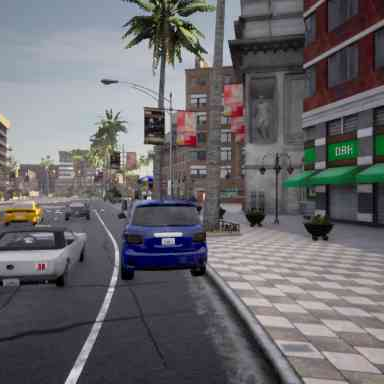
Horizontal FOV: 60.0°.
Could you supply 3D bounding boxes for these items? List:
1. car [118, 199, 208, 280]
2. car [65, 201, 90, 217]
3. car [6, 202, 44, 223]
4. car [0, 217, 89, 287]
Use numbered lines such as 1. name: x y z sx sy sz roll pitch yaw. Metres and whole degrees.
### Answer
1. car: -1.055 1.218 10.220 2.150 2.045 5.566 0 0 -11
2. car: -9.592 1.517 27.914 1.812 1.442 4.674 0 0 -18
3. car: -11.793 1.467 23.680 1.882 1.535 5.008 0 0 -18
4. car: -4.121 1.598 9.133 1.895 1.301 4.718 0 0 -10
